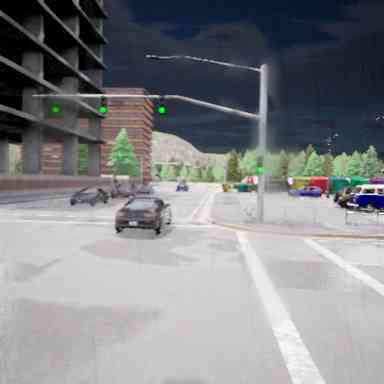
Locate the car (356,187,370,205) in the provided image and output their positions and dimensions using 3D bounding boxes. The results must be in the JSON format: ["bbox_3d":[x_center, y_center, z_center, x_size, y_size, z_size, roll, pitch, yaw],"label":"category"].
[{"bbox_3d":[21.567,0.468,38.219,3.905,1.438,1.784,1,2,5],"label":"car"}]

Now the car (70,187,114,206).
[{"bbox_3d":[-8.285,0.327,27.344,1.812,1.442,4.674,1,2,5],"label":"car"}]

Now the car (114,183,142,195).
[{"bbox_3d":[-7.476,-0.186,37.379,2.097,1.767,4.553,1,2,5],"label":"car"}]

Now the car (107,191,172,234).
[{"bbox_3d":[-2.029,0.924,14.790,1.812,1.442,4.674,1,2,4],"label":"car"}]

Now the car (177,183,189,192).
[{"bbox_3d":[-1.679,-1.005,63.839,2.097,1.767,4.553,1,2,5],"label":"car"}]

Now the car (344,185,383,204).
[{"bbox_3d":[21.753,0.166,40.888,4.605,1.855,1.932,1,2,5],"label":"car"}]

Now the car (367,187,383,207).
[{"bbox_3d":[21.316,0.597,35.338,3.806,1.475,1.970,1,2,5],"label":"car"}]

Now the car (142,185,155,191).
[{"bbox_3d":[-6.633,-0.277,47.450,1.895,1.301,4.718,1,2,5],"label":"car"}]
